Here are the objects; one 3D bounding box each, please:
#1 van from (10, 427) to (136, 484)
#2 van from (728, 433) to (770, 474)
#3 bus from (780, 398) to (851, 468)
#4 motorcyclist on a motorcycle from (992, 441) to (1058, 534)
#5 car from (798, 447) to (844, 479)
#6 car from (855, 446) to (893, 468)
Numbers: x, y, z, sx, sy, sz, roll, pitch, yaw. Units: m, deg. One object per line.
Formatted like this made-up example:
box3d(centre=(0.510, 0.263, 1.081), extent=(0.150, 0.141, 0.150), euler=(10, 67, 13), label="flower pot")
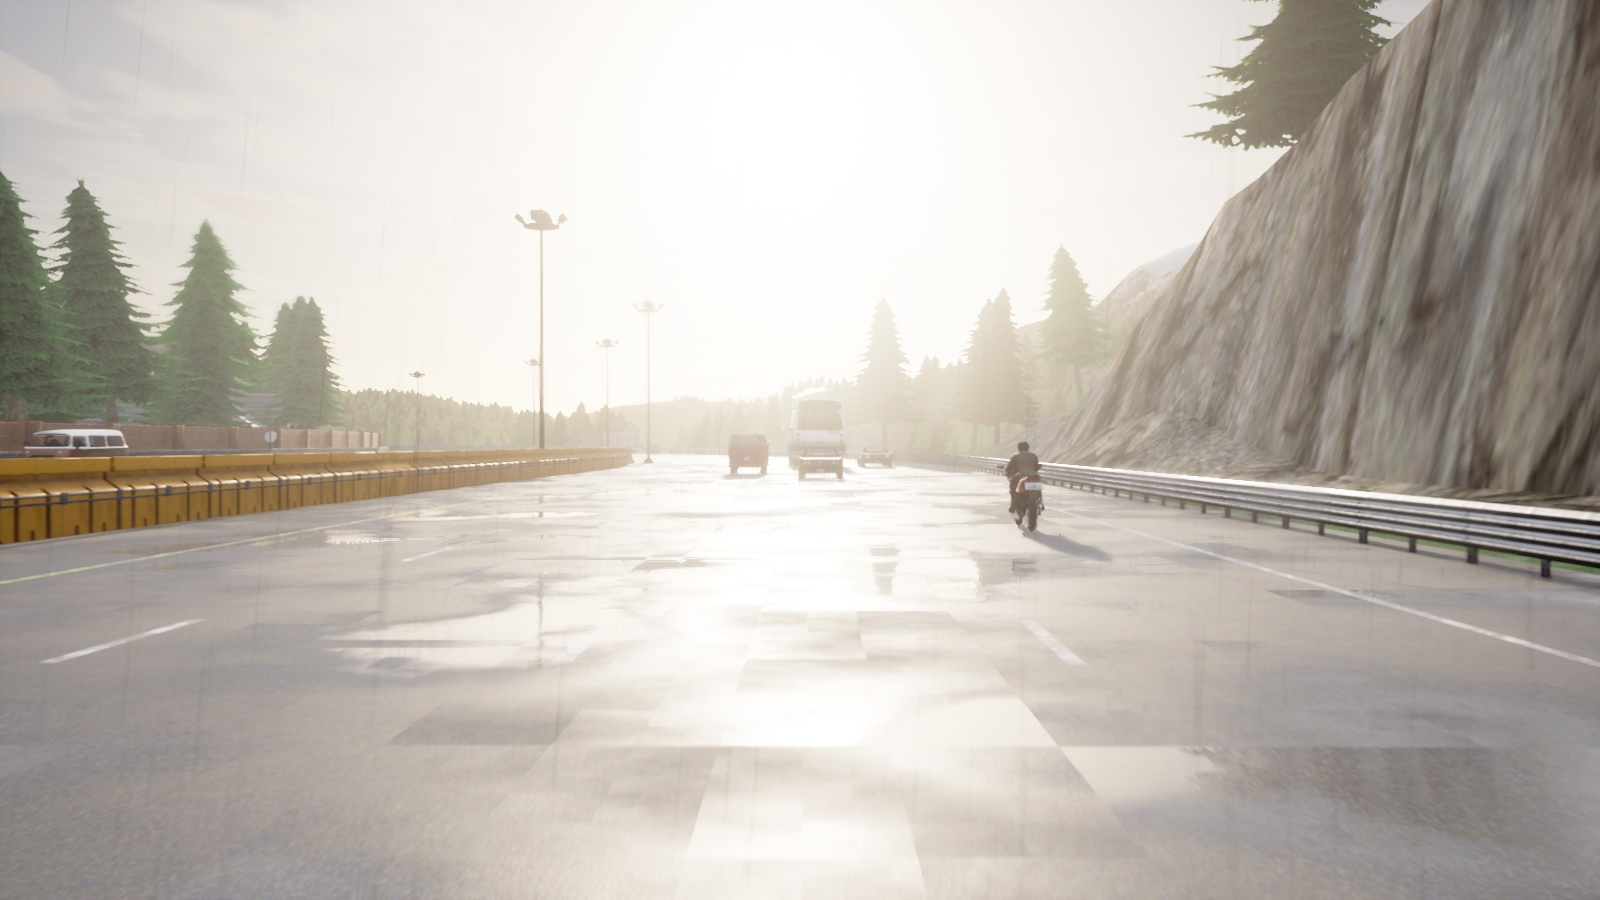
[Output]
box3d(centre=(-27.234, 0.181, 47.219), extent=(2.069, 2.038, 4.480), euler=(0, 0, 1), label="van")
box3d(centre=(-2.472, 0.150, 61.692), extent=(1.775, 1.987, 4.442), euler=(0, 0, 1), label="van")
box3d(centre=(0.889, -1.095, 82.522), extent=(3.944, 4.253, 10.273), euler=(1, 0, -3), label="bus")
box3d(centre=(3.839, 0.610, 21.604), extent=(0.797, 1.523, 2.044), euler=(0, 0, 1), label="motorcyclist on a motorcycle")
box3d(centre=(0.895, 0.542, 54.143), extent=(1.895, 1.301, 4.718), euler=(0, 0, 1), label="car")
box3d(centre=(4.582, 0.409, 78.298), extent=(1.895, 1.301, 4.718), euler=(0, 0, -2), label="car")
